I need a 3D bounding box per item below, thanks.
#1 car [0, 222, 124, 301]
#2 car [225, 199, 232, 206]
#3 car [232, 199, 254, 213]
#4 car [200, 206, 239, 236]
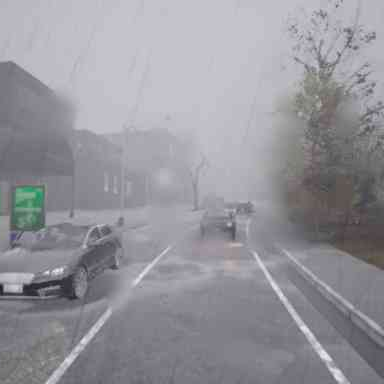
[{"bbox_3d":[-3.183,1.572,8.687,2.128,1.511,4.902,0,-1,4],"label":"car"},{"bbox_3d":[6.522,1.980,53.773,1.837,1.490,4.892,-2,-1,17],"label":"car"},{"bbox_3d":[6.586,1.792,41.319,1.837,1.490,4.892,-2,-1,16],"label":"car"},{"bbox_3d":[1.654,1.755,19.562,1.895,1.301,4.718,-1,-1,8],"label":"car"}]
